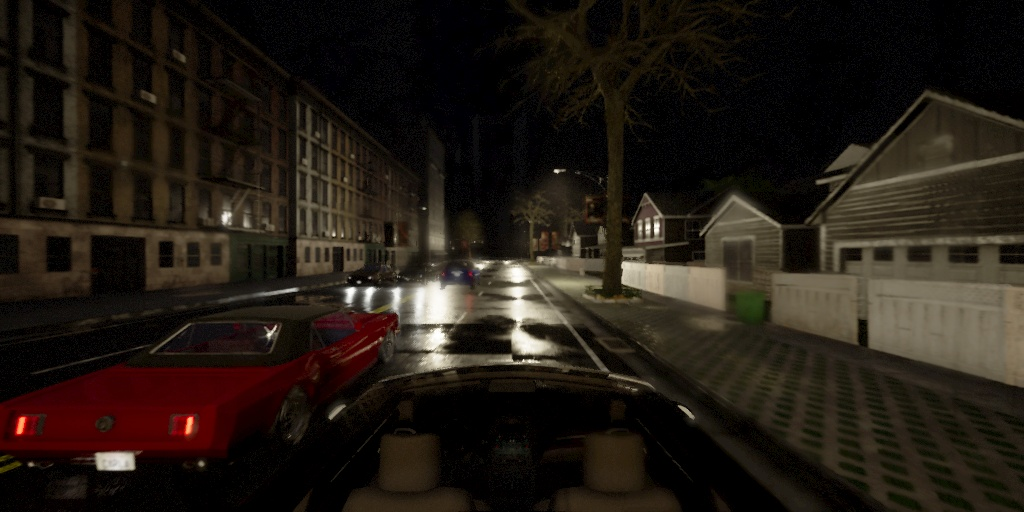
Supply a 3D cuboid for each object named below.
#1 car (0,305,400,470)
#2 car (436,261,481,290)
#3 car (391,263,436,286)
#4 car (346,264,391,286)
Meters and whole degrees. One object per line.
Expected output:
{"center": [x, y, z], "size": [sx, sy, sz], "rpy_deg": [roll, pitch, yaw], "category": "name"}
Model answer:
{"center": [-3.149, 1.351, 5.076], "size": [1.895, 1.301, 4.718], "rpy_deg": [0, 0, 0], "category": "car"}
{"center": [-3.151, 1.095, 22.685], "size": [2.097, 1.767, 4.553], "rpy_deg": [0, 0, 0], "category": "car"}
{"center": [-6.540, 1.248, 24.980], "size": [1.837, 1.490, 4.892], "rpy_deg": [0, 0, 0], "category": "car"}
{"center": [-9.785, 1.290, 25.625], "size": [2.033, 1.411, 5.357], "rpy_deg": [0, 0, 0], "category": "car"}
